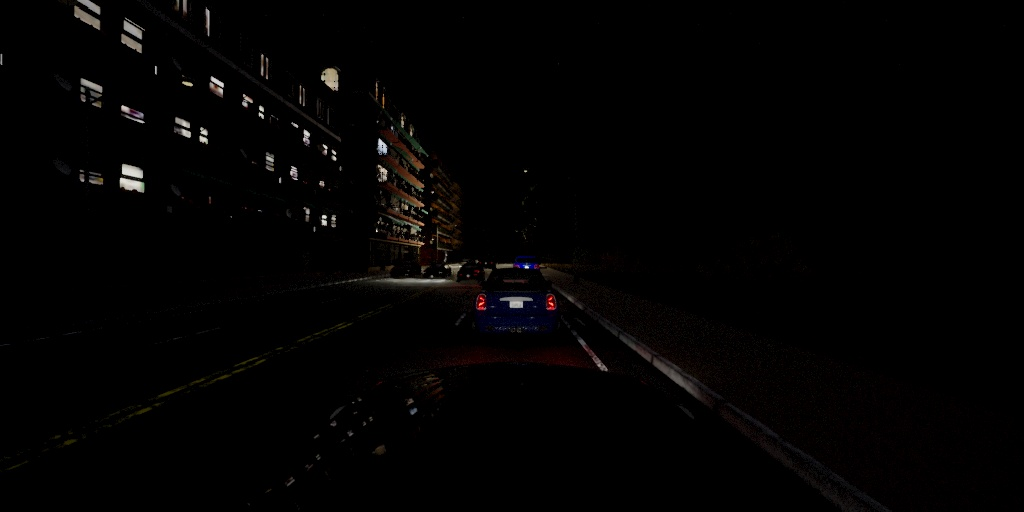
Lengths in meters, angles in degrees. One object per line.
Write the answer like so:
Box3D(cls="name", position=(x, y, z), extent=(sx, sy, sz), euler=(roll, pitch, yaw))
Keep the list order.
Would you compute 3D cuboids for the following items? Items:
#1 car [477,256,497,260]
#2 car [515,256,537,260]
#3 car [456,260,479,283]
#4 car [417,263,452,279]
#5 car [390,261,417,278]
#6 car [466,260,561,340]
Box3D(cls="car", position=(-3.141, 0.975, 45.348), extent=(2.150, 2.045, 5.566), euler=(0, 0, 0))
Box3D(cls="car", position=(1.139, 0.979, 30.091), extent=(2.150, 2.045, 5.566), euler=(0, 0, 0))
Box3D(cls="car", position=(-3.150, 1.280, 28.160), extent=(1.812, 1.442, 4.674), euler=(0, -1, 0))
Box3D(cls="car", position=(-6.601, 1.301, 32.243), extent=(2.033, 1.411, 5.357), euler=(0, 0, 0))
Box3D(cls="car", position=(-9.849, 1.231, 33.674), extent=(1.882, 1.535, 5.008), euler=(0, 0, 0))
Box3D(cls="car", position=(0.099, 1.103, 10.137), extent=(2.097, 1.767, 4.553), euler=(0, 0, 0))
